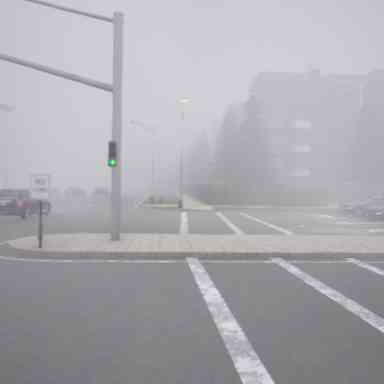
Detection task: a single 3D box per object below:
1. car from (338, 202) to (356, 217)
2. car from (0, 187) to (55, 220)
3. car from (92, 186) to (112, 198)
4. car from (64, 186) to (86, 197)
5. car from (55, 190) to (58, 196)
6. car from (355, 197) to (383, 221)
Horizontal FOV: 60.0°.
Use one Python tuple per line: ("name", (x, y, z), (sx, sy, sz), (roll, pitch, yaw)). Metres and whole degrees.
("car", (12.905, 1.077, 23.803), (4.674, 1.442, 1.812), (1, 2, -4))
("car", (-10.064, 0.566, 19.596), (2.097, 1.767, 4.553), (1, 2, -4))
("car", (-11.986, -0.046, 44.518), (1.837, 1.490, 4.892), (1, 2, -4))
("car", (-15.464, -0.044, 44.079), (1.994, 1.385, 4.181), (1, 2, -4))
("car", (-18.898, -0.047, 43.100), (1.895, 1.301, 4.718), (1, 2, -4))
("car", (13.080, 1.135, 20.297), (5.008, 1.535, 1.882), (1, 2, -5))
